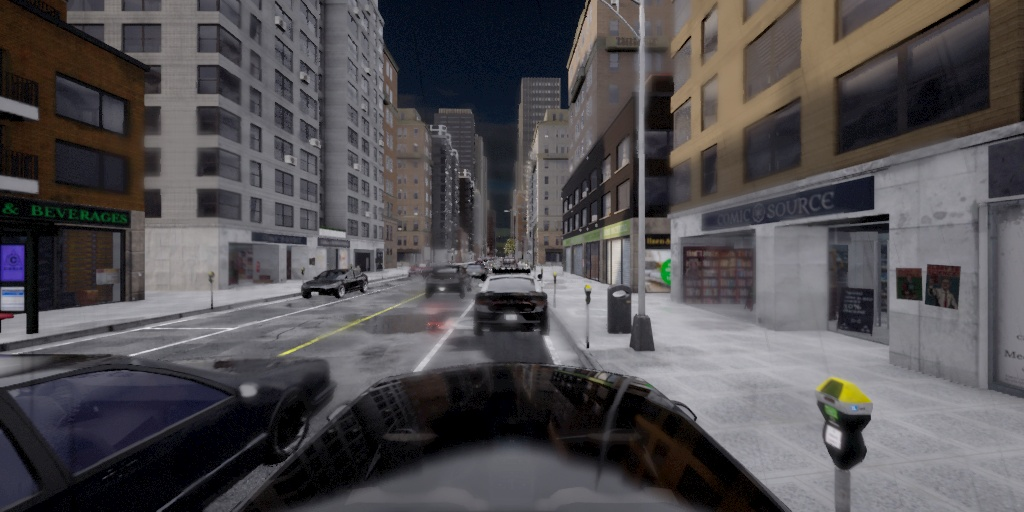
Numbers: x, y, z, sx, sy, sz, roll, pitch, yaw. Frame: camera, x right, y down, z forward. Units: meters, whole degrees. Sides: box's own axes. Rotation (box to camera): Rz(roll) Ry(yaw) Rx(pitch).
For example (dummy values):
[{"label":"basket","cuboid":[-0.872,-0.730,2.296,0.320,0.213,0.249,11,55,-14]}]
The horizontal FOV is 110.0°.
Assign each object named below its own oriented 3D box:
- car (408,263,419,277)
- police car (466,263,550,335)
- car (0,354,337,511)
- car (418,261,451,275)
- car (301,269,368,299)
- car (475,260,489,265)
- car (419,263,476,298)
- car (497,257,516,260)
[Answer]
[{"label":"car","cuboid":[-8.799,1.333,34.780,1.802,1.307,4.207,0,0,0]},{"label":"police car","cuboid":[-0.008,1.175,10.608,1.930,1.638,5.238,0,0,0]},{"label":"car","cuboid":[-3.049,1.297,1.871,2.033,1.411,5.357,0,0,0]},{"label":"car","cuboid":[-6.233,1.351,30.665,1.895,1.301,4.718,0,0,0]},{"label":"car","cuboid":[-8.806,1.316,18.204,1.948,1.339,4.313,0,0,0]},{"label":"car","cuboid":[-3.046,1.315,30.131,1.994,1.385,4.181,0,0,0]},{"label":"car","cuboid":[-3.137,1.252,18.467,1.837,1.490,4.892,0,-1,0]},{"label":"car","cuboid":[-0.270,1.066,40.308,2.192,1.841,5.009,0,0,0]}]
